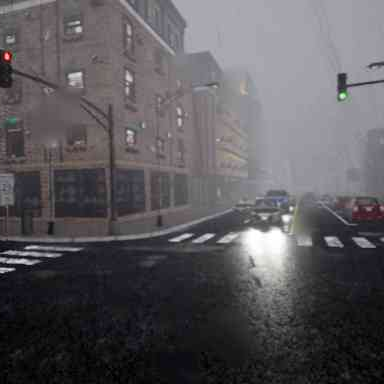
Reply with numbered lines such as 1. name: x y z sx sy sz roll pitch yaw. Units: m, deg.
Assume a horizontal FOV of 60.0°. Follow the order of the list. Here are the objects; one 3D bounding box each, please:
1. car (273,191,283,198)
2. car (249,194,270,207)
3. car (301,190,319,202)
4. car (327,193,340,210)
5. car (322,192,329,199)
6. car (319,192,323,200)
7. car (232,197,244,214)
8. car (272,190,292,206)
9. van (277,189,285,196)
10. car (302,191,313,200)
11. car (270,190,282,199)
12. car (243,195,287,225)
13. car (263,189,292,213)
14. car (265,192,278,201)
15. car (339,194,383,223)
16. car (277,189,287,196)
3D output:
1. car: 18.683 0.478 72.272 1.752 1.417 4.829 -2 0 18
2. car: 8.161 0.995 39.936 2.008 1.369 4.403 -1 0 18
3. car: 17.221 0.687 49.045 1.837 1.490 4.892 -1 1 18
4. car: 14.370 0.976 31.937 1.802 1.307 4.206 -1 0 18
5. car: 16.132 0.860 37.353 2.008 1.369 4.403 -1 0 18
6. car: 21.420 0.610 53.602 2.008 1.369 4.403 -2 0 18
7. car: 4.636 1.165 29.103 2.008 1.369 4.403 -1 0 18
8. car: 11.033 0.736 40.354 2.097 1.767 4.553 -1 1 18
9. van: 22.256 0.133 83.266 1.690 1.788 3.998 -2 0 18
10. car: 20.424 0.558 58.957 1.812 1.442 4.674 -1 1 18
11. car: 16.970 0.471 67.017 1.967 1.590 4.097 -1 0 18
12. car: 4.779 1.177 21.193 2.128 1.511 4.902 -1 1 16
13. car: 7.860 0.758 30.634 2.150 2.045 5.566 -1 1 18
14. car: 13.395 0.722 56.024 1.752 1.417 4.829 -1 0 18
15. car: 10.841 1.005 21.102 1.967 1.590 4.097 -1 0 18
16. car: 24.017 0.029 88.681 2.192 1.841 5.009 -2 0 18
